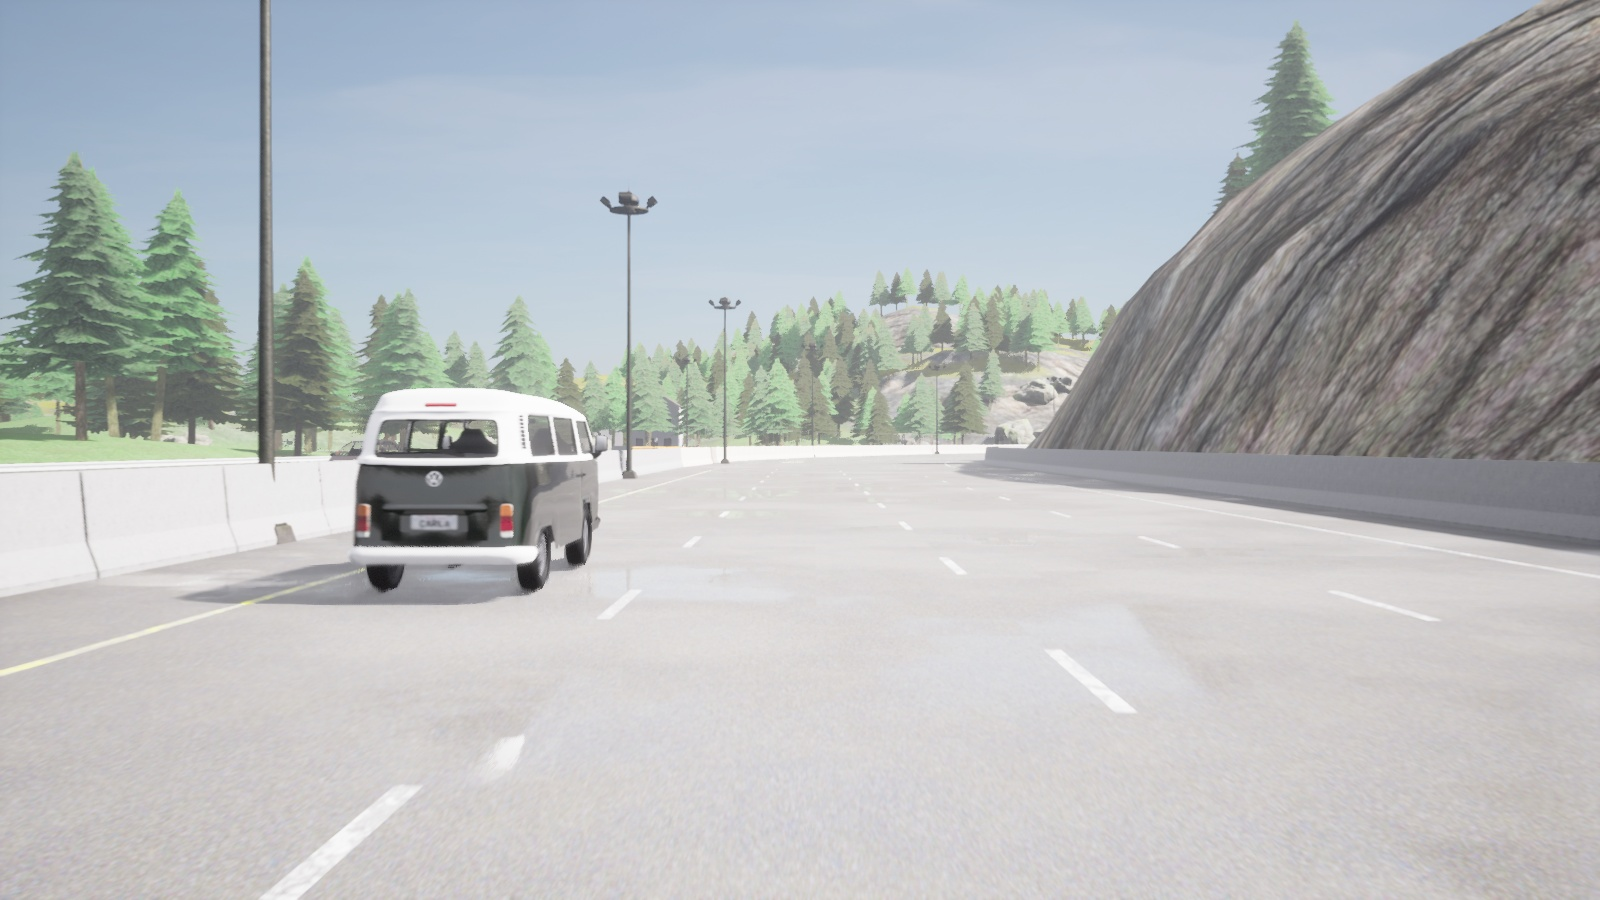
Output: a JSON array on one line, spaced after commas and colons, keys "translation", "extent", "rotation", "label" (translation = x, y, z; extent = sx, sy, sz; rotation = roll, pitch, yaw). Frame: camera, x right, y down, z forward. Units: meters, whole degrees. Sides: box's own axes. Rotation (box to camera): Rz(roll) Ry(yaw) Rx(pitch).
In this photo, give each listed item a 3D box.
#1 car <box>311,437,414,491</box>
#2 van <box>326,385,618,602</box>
[{"translation": [-13.759, 0.410, 39.693], "extent": [1.851, 1.617, 3.988], "rotation": [0, 0, 0], "label": "car"}, {"translation": [-3.405, 0.390, 14.033], "extent": [2.069, 2.038, 4.480], "rotation": [0, 1, 0], "label": "van"}]
